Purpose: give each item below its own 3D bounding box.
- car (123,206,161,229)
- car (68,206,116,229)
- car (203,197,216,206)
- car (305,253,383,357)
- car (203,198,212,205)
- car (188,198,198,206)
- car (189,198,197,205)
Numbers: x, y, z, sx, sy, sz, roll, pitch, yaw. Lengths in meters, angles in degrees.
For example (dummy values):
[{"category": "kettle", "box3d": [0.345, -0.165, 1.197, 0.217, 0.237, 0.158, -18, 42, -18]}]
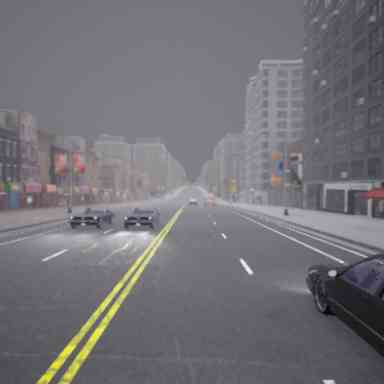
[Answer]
[{"category": "car", "box3d": [-3.191, 1.635, 21.934, 1.895, 1.301, 4.718, 0, 0, 0]}, {"category": "car", "box3d": [-6.441, 1.619, 21.944, 1.895, 1.301, 4.718, 0, 0, 0]}, {"category": "car", "box3d": [3.460, 1.864, 65.205, 2.097, 1.767, 4.553, 0, -1, 0]}, {"category": "car", "box3d": [3.256, 1.563, 4.491, 2.033, 1.411, 5.357, 0, 0, 0]}, {"category": "car", "box3d": [3.492, 2.137, 75.252, 1.812, 1.442, 4.674, 0, -1, 0]}, {"category": "car", "box3d": [0.209, 2.097, 65.272, 1.895, 1.301, 4.718, 0, -1, 0]}, {"category": "car", "box3d": [0.242, 2.121, 75.263, 1.812, 1.442, 4.674, 0, -1, 0]}]
